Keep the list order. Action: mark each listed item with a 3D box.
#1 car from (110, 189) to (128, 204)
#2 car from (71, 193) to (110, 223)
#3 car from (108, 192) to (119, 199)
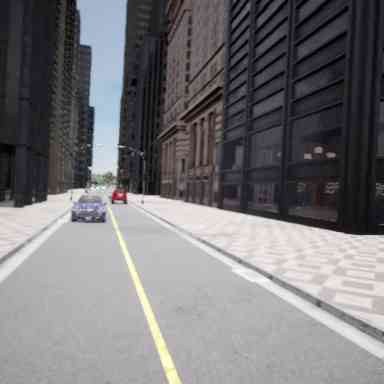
[{"bbox_3d":[-10.578,0.611,48.284,2.150,2.045,5.566,3,0,-15],"label":"car"},{"bbox_3d":[-6.763,0.983,22.091,2.097,1.767,4.553,3,0,-15],"label":"car"},{"bbox_3d":[-15.902,0.680,67.413,1.895,1.301,4.718,3,0,-15],"label":"car"}]
